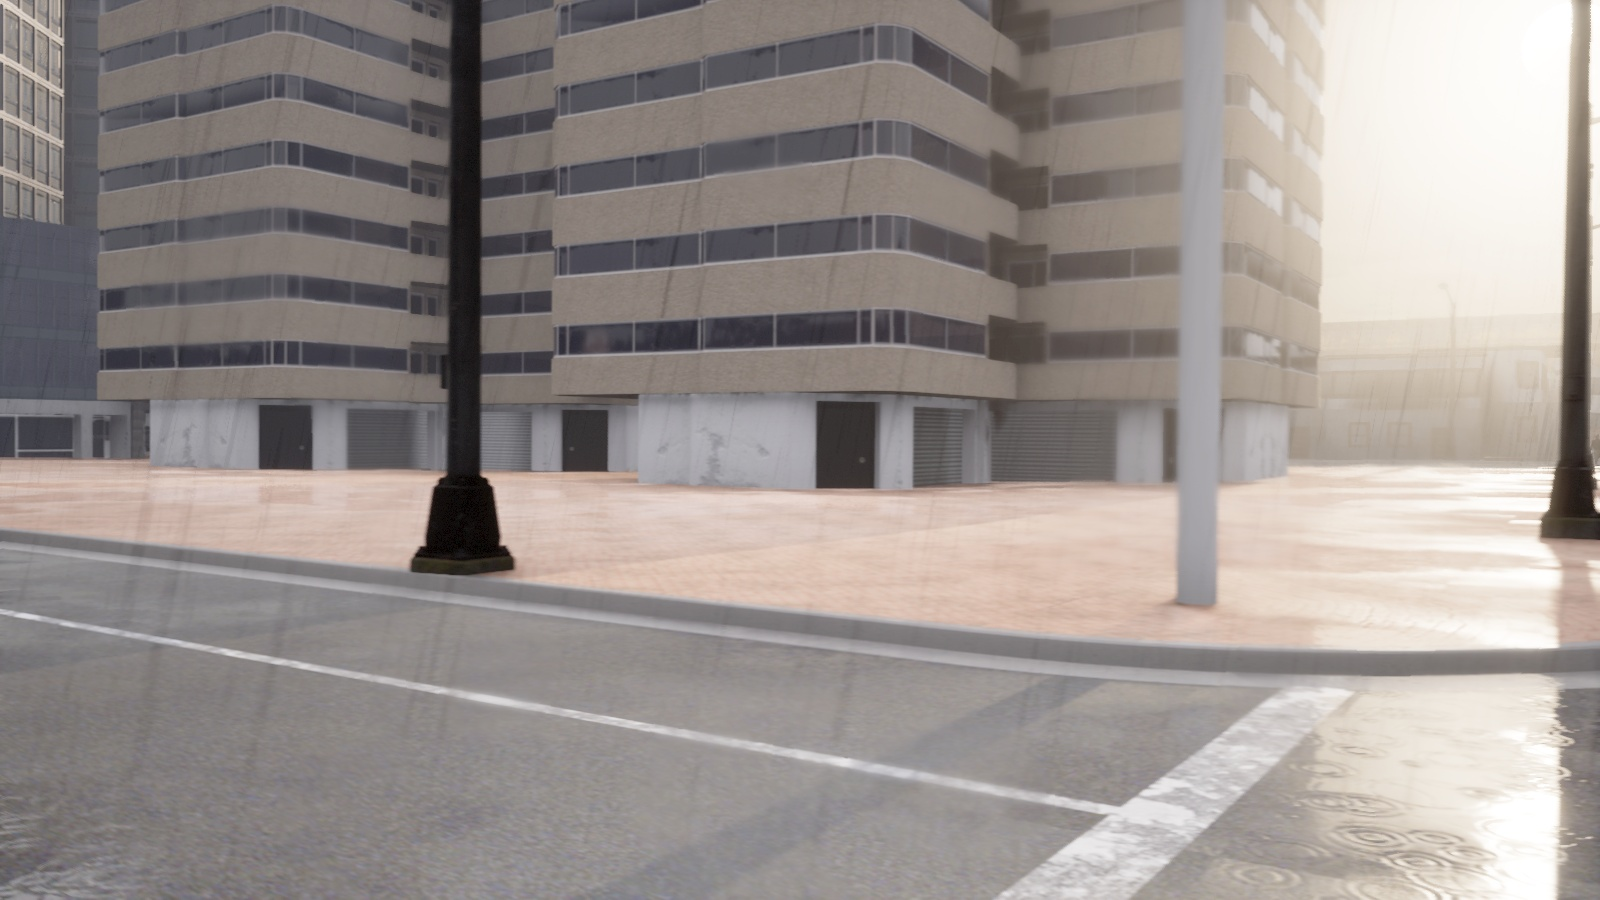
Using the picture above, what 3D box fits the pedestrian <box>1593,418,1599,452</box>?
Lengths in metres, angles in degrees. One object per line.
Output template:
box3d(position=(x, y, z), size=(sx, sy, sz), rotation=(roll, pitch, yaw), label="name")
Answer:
box3d(position=(43.238, -0.804, 68.048), size=(0.431, 1.840, 0.703), rotation=(0, 1, 29), label="pedestrian")
